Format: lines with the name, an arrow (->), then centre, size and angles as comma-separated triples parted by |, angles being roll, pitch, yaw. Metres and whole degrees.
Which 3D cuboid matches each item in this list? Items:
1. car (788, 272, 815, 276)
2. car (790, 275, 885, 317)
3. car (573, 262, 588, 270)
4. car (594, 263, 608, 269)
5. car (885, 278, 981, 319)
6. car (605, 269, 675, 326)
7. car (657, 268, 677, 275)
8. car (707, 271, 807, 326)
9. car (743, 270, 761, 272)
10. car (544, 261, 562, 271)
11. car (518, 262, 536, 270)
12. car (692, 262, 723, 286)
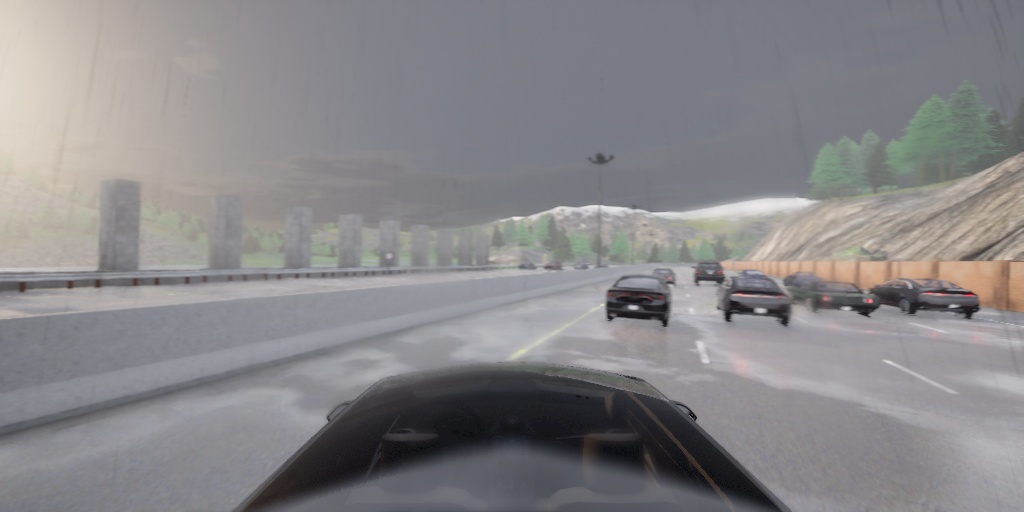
car -> 24.052, 2.014, 29.640 | 1.994, 1.385, 4.181 | 1, 0, 25
car -> 13.718, 1.740, 15.690 | 1.895, 1.301, 4.718 | 1, 0, 25
car -> 12.267, 1.835, 63.792 | 2.128, 1.511, 4.902 | 1, 0, 24
car -> 15.606, 1.963, 62.682 | 2.033, 1.411, 5.357 | 1, 0, 24
car -> 17.544, 1.720, 15.603 | 2.128, 1.511, 4.902 | 1, 0, 25
car -> 4.614, 1.390, 12.761 | 1.882, 1.535, 5.008 | 1, 0, 25
car -> 12.330, 1.722, 29.278 | 2.033, 1.411, 5.357 | 1, 0, 25
car -> 8.712, 1.502, 13.256 | 2.128, 1.511, 4.902 | 1, 0, 25
car -> 21.058, 1.915, 31.526 | 1.812, 1.442, 4.674 | 1, 0, 24
car -> 6.984, 1.554, 60.550 | 2.097, 1.767, 4.553 | 1, 0, 24
car -> 2.484, 1.654, 59.038 | 1.994, 1.385, 4.181 | 1, 0, 24
car -> 17.285, 1.523, 31.633 | 2.150, 2.045, 5.566 | 1, 0, 25
